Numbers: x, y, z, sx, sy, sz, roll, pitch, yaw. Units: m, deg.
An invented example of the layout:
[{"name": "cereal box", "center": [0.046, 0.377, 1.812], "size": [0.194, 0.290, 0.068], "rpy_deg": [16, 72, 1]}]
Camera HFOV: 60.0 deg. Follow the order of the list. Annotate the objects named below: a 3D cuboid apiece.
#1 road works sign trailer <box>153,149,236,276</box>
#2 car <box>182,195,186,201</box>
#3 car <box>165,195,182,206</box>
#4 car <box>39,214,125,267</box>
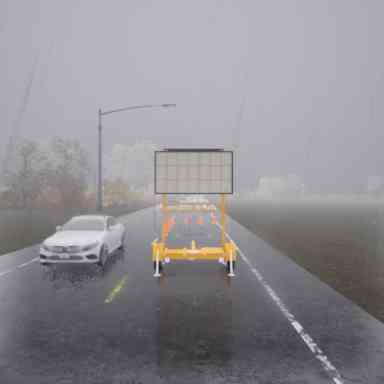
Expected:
[{"name": "road works sign trailer", "center": [0.054, 0.468, 10.321], "size": [2.380, 3.560, 2.880], "rpy_deg": [0, 0, -1]}, {"name": "car", "center": [-2.524, 1.571, 86.862], "size": [1.837, 1.490, 4.892], "rpy_deg": [0, -1, 1]}, {"name": "car", "center": [-3.163, 1.384, 53.666], "size": [2.097, 1.767, 4.553], "rpy_deg": [0, 0, 1]}, {"name": "car", "center": [-3.554, 1.530, 11.617], "size": [1.812, 1.442, 4.674], "rpy_deg": [0, 0, 0]}]
